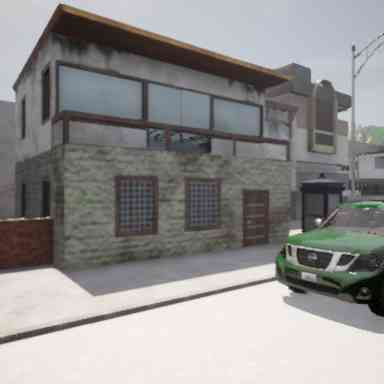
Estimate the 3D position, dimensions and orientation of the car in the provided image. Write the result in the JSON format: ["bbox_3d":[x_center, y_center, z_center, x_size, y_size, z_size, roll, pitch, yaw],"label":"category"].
[{"bbox_3d":[4.416,1.230,7.761,5.566,2.045,2.150,0,0,-35],"label":"car"}]
